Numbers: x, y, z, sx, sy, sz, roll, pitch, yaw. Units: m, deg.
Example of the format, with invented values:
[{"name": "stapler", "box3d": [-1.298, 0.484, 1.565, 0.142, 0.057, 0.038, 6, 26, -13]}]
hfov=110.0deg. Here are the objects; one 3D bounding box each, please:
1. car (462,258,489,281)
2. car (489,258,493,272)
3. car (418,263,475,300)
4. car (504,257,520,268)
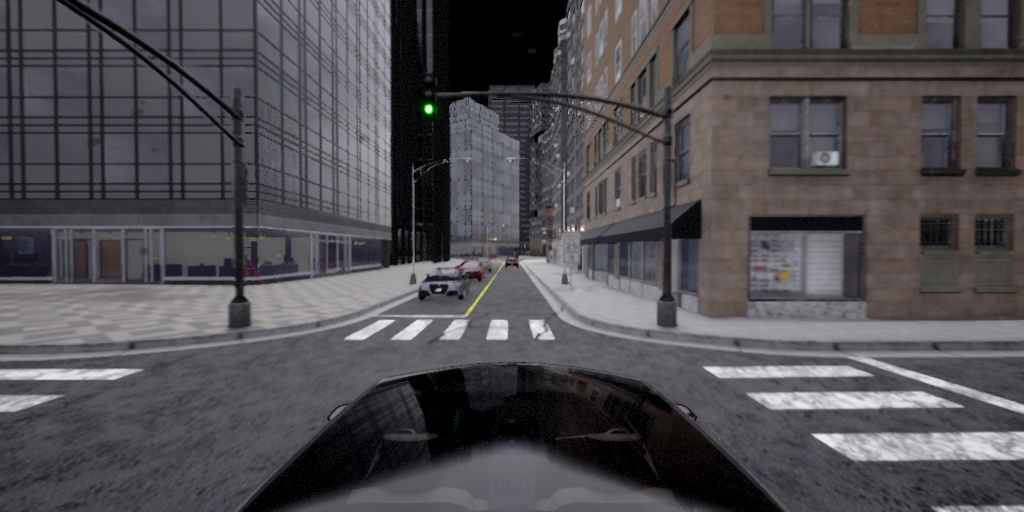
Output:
[{"name": "car", "box3d": [-3.093, 1.046, 27.420, 1.882, 1.535, 5.008, 0, 1, 0]}, {"name": "car", "box3d": [-3.084, 0.923, 38.389, 2.128, 1.511, 4.902, 0, 1, 0]}, {"name": "car", "box3d": [-3.100, 1.229, 17.150, 1.994, 1.385, 4.181, 0, 0, 0]}, {"name": "car", "box3d": [-0.007, 0.817, 46.913, 1.837, 1.490, 4.892, 0, 1, 0]}]
